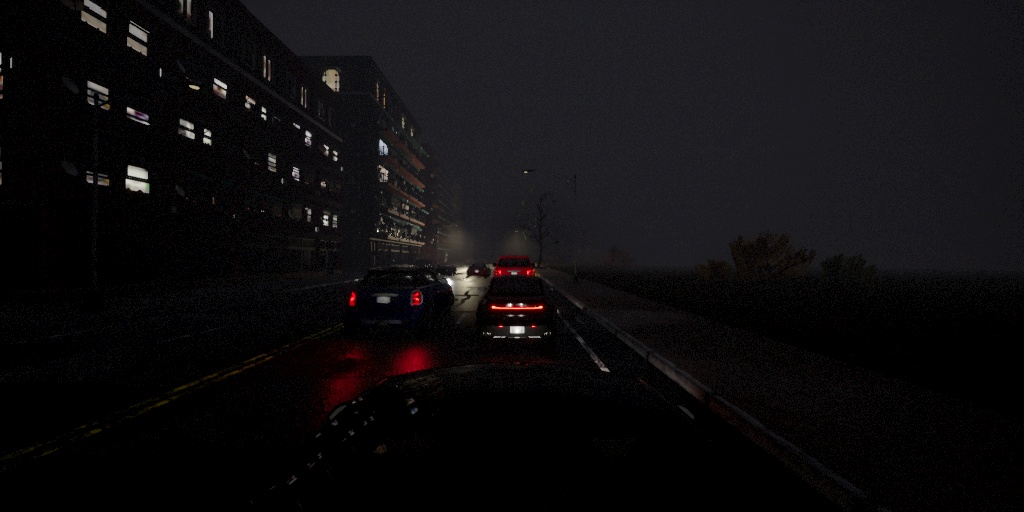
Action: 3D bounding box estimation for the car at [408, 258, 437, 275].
[{"bbox_3d":[-9.825,1.106,39.683,2.097,1.767,4.553,0,0,0],"label":"car"}]

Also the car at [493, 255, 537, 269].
[{"bbox_3d":[0.112,0.975,20.074,2.150,2.045,5.566,0,0,0],"label":"car"}]

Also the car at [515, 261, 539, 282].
[{"bbox_3d":[1.157,1.209,30.482,1.801,1.575,5.366,0,0,0],"label":"car"}]

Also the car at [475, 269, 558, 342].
[{"bbox_3d":[0.107,1.256,9.727,1.837,1.490,4.892,0,0,0],"label":"car"}]

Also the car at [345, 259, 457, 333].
[{"bbox_3d":[-3.145,1.103,10.905,2.097,1.767,4.553,0,0,0],"label":"car"}]

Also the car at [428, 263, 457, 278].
[{"bbox_3d":[-6.578,1.355,34.565,1.895,1.301,4.718,0,0,0],"label":"car"}]

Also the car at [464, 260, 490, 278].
[{"bbox_3d":[-3.129,1.319,33.967,1.994,1.385,4.181,0,0,0],"label":"car"}]
